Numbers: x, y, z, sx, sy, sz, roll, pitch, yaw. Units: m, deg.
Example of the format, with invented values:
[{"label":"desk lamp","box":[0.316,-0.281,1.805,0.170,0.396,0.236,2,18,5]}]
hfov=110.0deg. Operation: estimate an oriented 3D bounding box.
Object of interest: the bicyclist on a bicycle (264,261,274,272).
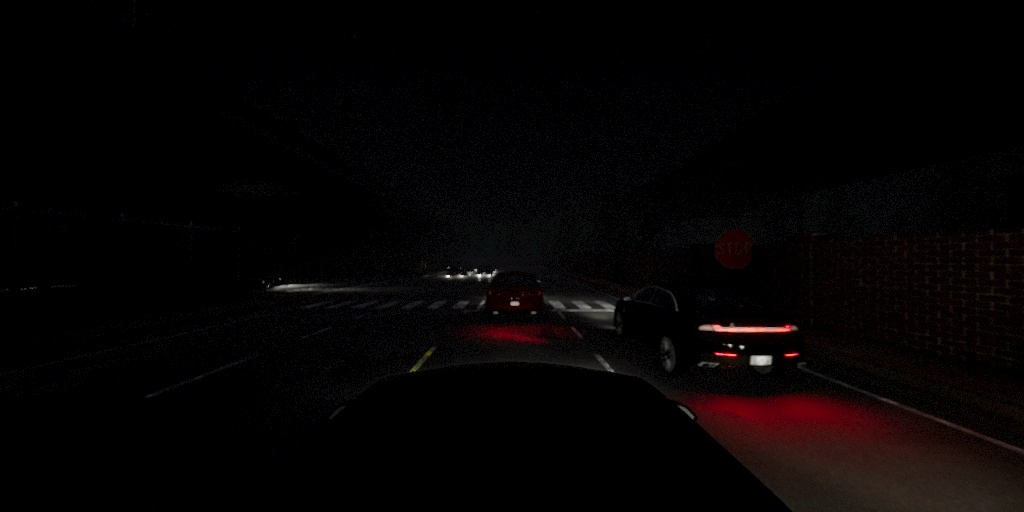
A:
[{"label":"bicyclist on a bicycle","box":[-25.446,1.357,37.518,0.582,1.620,1.656,0,0,-1]}]

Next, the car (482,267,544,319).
[{"label":"car","box":[0.087,1.328,13.423,1.882,1.535,5.008,0,-1,0]}]

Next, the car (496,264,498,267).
[{"label":"car","box":[-3.702,1.758,57.876,1.812,1.442,4.674,0,0,-1]}]

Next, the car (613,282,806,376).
[{"label":"car","box":[3.559,1.292,7.522,2.128,1.511,4.902,0,0,0]}]

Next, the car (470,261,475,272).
[{"label":"car","box":[-7.170,1.565,55.705,2.097,1.767,4.553,0,0,-1]}]

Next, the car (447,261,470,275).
[{"label":"car","box":[-7.010,1.481,45.857,2.097,1.767,4.553,0,0,-1]}]

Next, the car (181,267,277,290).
[{"label":"car","box":[-18.485,1.424,23.098,4.902,1.511,2.128,0,0,-1]}]

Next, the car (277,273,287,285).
[{"label":"car","box":[-19.196,1.526,26.591,4.181,1.385,1.994,0,0,-1]}]

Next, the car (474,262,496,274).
[{"label":"car","box":[-3.535,1.708,47.606,1.994,1.385,4.181,0,0,-1]}]

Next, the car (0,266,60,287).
[{"label":"car","box":[-36.584,1.466,26.433,4.892,1.490,1.837,0,0,0]}]
